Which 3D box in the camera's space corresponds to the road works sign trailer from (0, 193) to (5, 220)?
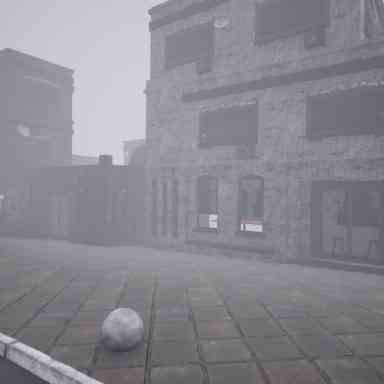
[{"bbox_3d":[-8.721,1.014,13.173,2.880,2.380,3.560,7,-7,-41],"label":"road works sign trailer"}]
